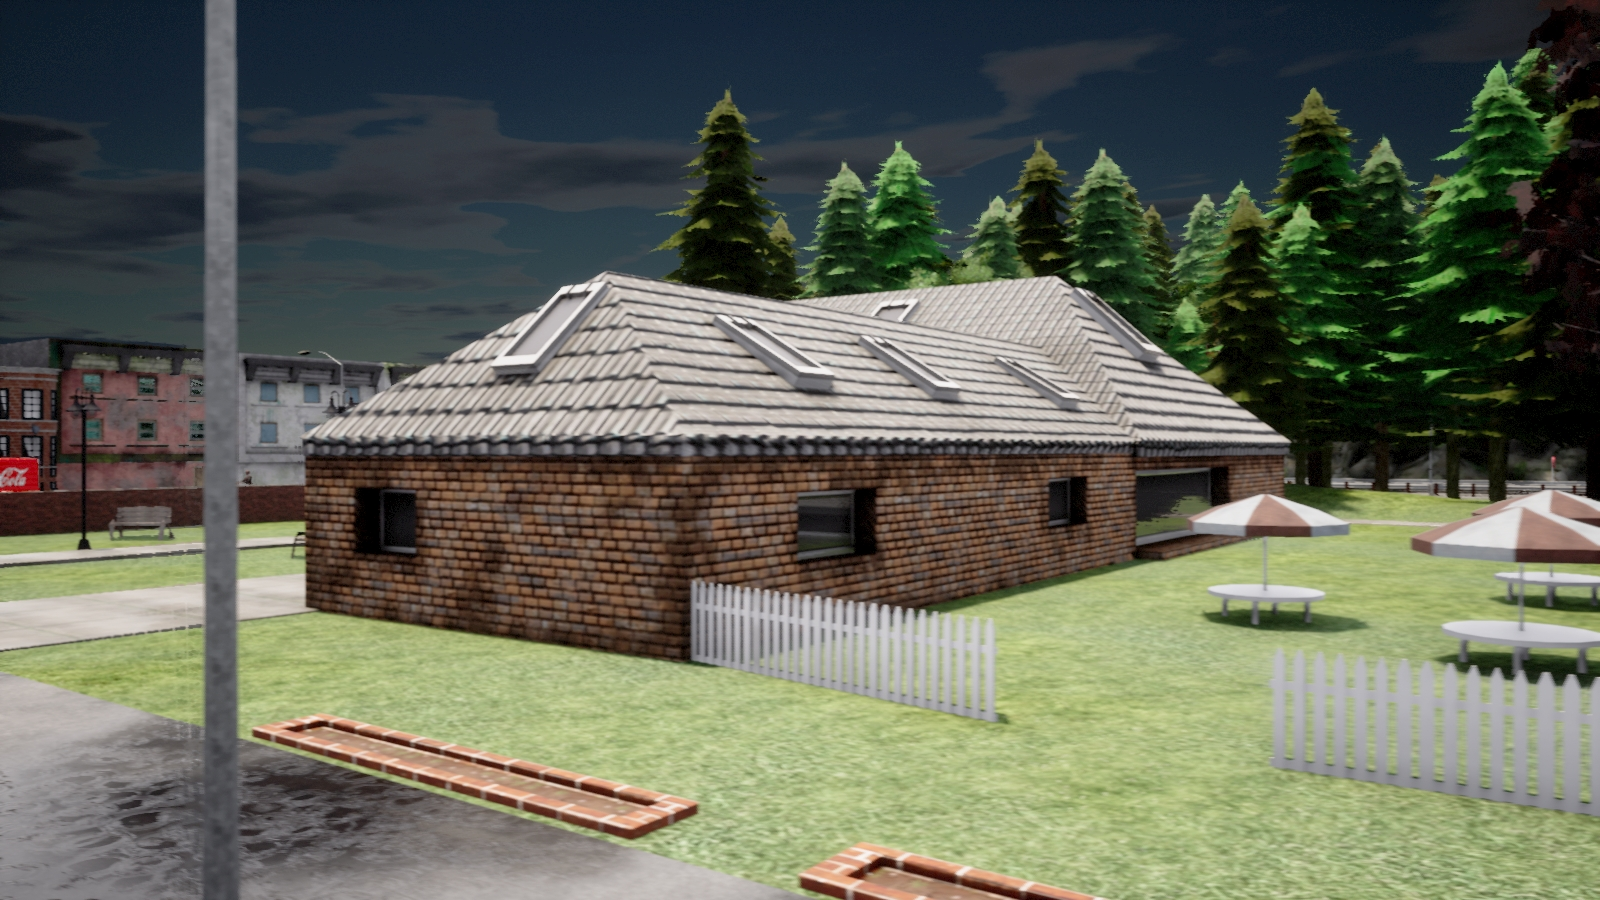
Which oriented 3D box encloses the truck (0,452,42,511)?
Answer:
[{"bbox_3d":[-35.491,1.341,48.239,2.627,2.467,5.204,0,0,36],"label":"truck"}]
